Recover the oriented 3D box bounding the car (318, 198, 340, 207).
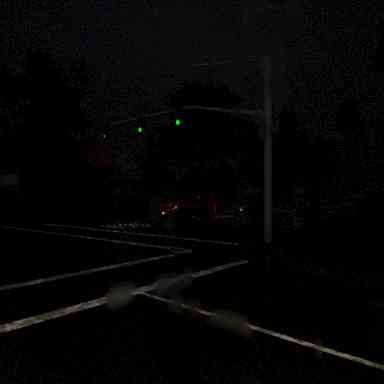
[{"bbox_3d":[21.333,1.601,51.861,1.895,1.301,4.718,0,0,42],"label":"car"}]

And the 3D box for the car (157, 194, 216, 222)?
[{"bbox_3d":[-0.332,1.221,27.013,2.150,2.045,5.566,0,0,41],"label":"car"}]

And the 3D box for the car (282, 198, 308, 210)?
[{"bbox_3d":[13.259,1.525,42.634,1.812,1.442,4.674,0,0,41],"label":"car"}]

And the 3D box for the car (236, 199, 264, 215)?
[{"bbox_3d":[6.463,1.491,34.817,2.128,1.511,4.902,0,0,41],"label":"car"}]
